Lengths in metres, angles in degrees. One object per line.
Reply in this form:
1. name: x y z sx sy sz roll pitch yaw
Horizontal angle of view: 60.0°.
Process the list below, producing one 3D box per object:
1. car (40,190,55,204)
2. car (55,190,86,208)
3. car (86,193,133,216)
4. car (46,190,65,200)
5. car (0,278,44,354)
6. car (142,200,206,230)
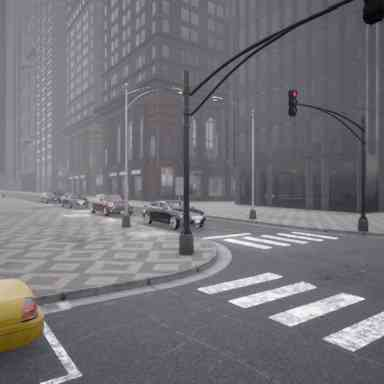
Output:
1. car: -18.364 0.688 43.225 1.837 1.490 4.892 0 1 -35
2. car: -12.351 0.853 34.807 2.128 1.511 4.902 0 1 -36
3. car: -6.467 0.895 26.620 2.097 1.767 4.553 0 1 -35
4. car: -22.274 0.508 54.067 1.837 1.490 4.892 0 1 -36
5. car: -4.282 1.525 3.597 4.829 1.417 1.752 0 0 -35
6. car: -1.133 1.205 19.202 2.128 1.511 4.902 0 1 -36
